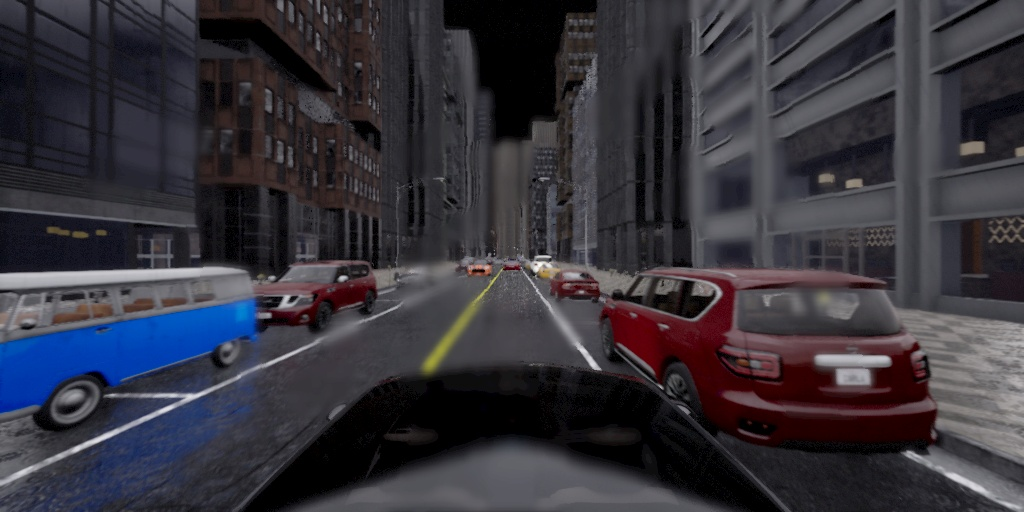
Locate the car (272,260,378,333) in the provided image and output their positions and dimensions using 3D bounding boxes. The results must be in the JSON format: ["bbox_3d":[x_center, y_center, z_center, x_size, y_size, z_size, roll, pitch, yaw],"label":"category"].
[{"bbox_3d":[-5.761,1.066,10.883,2.192,1.841,5.009,0,0,0],"label":"car"}]

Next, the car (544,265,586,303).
[{"bbox_3d":[2.764,1.299,16.502,1.888,1.381,4.507,0,0,0],"label":"car"}]

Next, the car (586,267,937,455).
[{"bbox_3d":[2.763,1.066,5.283,2.192,1.841,5.009,0,0,0],"label":"car"}]

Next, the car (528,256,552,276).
[{"bbox_3d":[3.109,0.989,37.238,2.150,2.045,5.566,0,0,0],"label":"car"}]

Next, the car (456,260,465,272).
[{"bbox_3d":[-5.759,1.202,44.540,1.967,1.591,4.097,0,0,0],"label":"car"}]

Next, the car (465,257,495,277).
[{"bbox_3d":[-3.091,1.112,35.381,2.097,1.767,4.553,0,0,0],"label":"car"}]

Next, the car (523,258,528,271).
[{"bbox_3d":[2.767,1.290,50.327,1.751,1.417,4.829,0,0,0],"label":"car"}]

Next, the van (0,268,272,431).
[{"bbox_3d":[-5.762,1.091,5.274,1.690,1.789,3.998,0,0,0],"label":"van"}]

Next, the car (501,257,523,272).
[{"bbox_3d":[0.005,1.169,45.082,1.994,1.385,4.181,0,0,0],"label":"car"}]

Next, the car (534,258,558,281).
[{"bbox_3d":[3.153,1.215,30.398,1.801,1.575,5.366,0,0,0],"label":"car"}]

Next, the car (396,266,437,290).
[{"bbox_3d":[-5.761,1.305,22.102,2.007,1.370,4.403,0,0,0],"label":"car"}]
